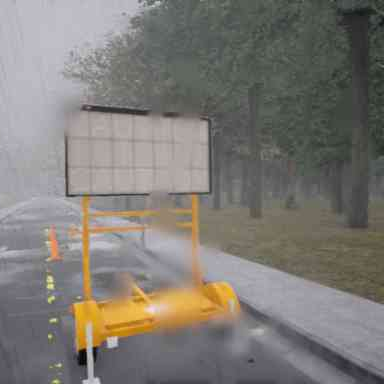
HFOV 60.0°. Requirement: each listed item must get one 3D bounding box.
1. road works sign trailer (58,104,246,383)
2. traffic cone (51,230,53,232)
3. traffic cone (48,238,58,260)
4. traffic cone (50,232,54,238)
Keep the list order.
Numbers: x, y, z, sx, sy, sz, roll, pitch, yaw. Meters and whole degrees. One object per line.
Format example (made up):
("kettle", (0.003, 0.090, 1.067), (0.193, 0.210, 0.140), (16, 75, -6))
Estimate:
("road works sign trailer", (-0.847, 0.457, 5.542), (2.380, 3.560, 2.880), (-1, 0, -24))
("traffic cone", (-6.361, 2.012, 15.121), (0.340, 0.580, 0.340), (-1, 0, -24))
("traffic cone", (-4.735, 1.996, 11.466), (0.340, 0.580, 0.340), (-1, 0, -24))
("traffic cone", (-5.549, 2.004, 13.294), (0.340, 0.580, 0.340), (-1, 0, -24))
